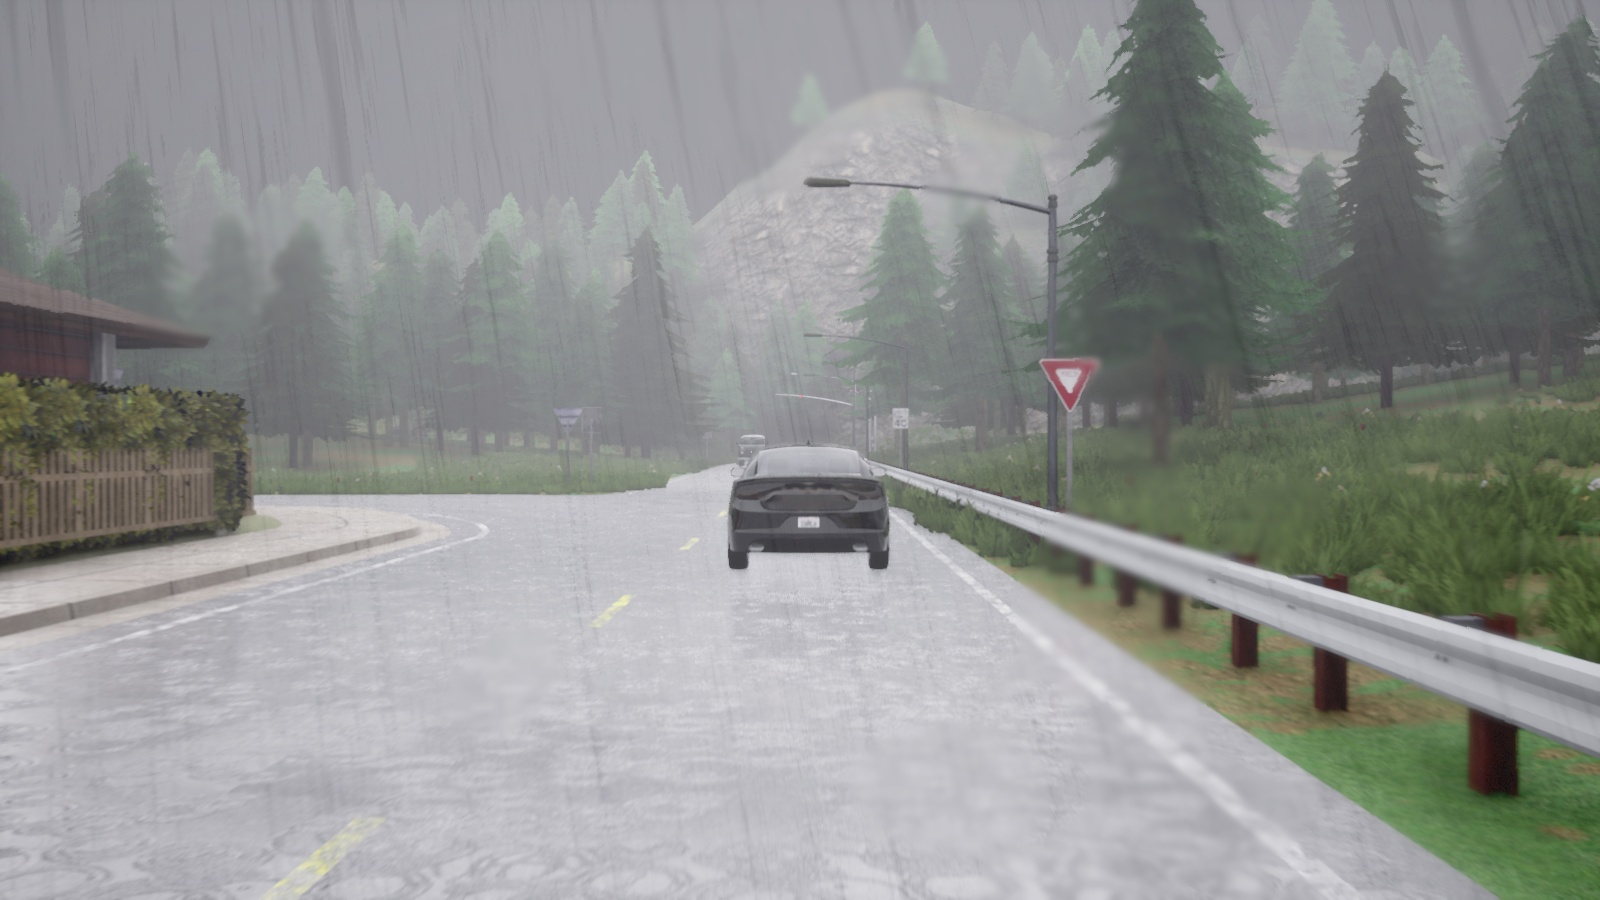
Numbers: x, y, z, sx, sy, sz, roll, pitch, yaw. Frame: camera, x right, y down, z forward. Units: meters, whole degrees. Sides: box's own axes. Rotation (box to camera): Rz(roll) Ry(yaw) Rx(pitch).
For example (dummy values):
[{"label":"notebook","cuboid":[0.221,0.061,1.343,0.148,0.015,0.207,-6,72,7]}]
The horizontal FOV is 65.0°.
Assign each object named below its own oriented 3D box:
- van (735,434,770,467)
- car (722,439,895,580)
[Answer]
[{"label":"van","cuboid":[-3.027,0.013,80.586,2.069,2.038,4.480,0,0,0]},{"label":"car","cuboid":[0.107,0.633,16.205,1.882,1.535,5.008,0,0,0]}]
